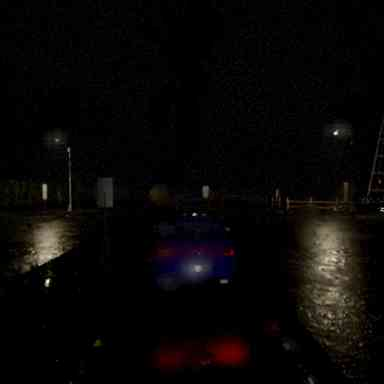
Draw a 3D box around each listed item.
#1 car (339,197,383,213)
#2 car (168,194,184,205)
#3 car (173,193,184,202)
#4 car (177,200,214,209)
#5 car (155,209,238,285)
[{"bbox_3d":[17.625,1.336,34.091,4.892,1.490,1.837,0,1,2],"label":"car"},{"bbox_3d":[-2.825,1.418,53.976,1.994,1.385,4.181,0,0,0],"label":"car"},{"bbox_3d":[-2.750,1.156,69.282,2.097,1.767,4.553,0,0,0],"label":"car"},{"bbox_3d":[0.513,1.492,23.996,2.033,1.411,5.357,0,0,8],"label":"car"},{"bbox_3d":[0.101,1.456,9.419,1.882,1.535,5.008,0,0,0],"label":"car"}]
